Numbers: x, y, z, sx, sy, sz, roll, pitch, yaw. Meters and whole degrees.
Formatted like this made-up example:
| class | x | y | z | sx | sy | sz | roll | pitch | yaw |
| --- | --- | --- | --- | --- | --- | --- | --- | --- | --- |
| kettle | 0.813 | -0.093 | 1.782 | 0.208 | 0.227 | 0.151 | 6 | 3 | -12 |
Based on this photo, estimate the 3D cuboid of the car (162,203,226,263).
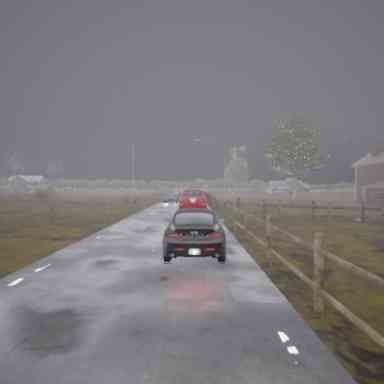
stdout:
| class | x | y | z | sx | sy | sz | roll | pitch | yaw |
| --- | --- | --- | --- | --- | --- | --- | --- | --- | --- |
| car | 0.078 | 1.309 | 11.195 | 1.837 | 1.490 | 4.892 | 0 | 1 | 0 |

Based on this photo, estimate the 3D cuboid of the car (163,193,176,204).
| class | x | y | z | sx | sy | sz | roll | pitch | yaw |
| --- | --- | --- | --- | --- | --- | --- | --- | --- | --- |
| car | -2.831 | 0.843 | 45.139 | 1.994 | 1.385 | 4.181 | 0 | 1 | 0 |

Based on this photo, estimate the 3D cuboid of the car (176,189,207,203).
| class | x | y | z | sx | sy | sz | roll | pitch | yaw |
| --- | --- | --- | --- | --- | --- | --- | --- | --- | --- |
| car | 0.088 | 0.754 | 27.802 | 2.150 | 2.045 | 5.566 | 0 | 1 | 0 |
